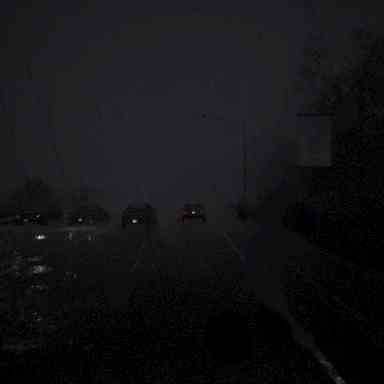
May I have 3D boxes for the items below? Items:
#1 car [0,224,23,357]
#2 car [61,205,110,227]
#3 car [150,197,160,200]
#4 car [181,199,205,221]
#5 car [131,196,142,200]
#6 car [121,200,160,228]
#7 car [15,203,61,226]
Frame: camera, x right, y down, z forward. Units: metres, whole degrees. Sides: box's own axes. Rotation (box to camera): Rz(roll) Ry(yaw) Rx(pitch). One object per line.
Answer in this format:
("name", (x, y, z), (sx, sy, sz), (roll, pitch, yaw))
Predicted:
("car", (-3.401, 1.353, 2.322), (2.097, 1.767, 4.553), (0, 0, 0))
("car", (-7.097, 1.576, 23.084), (1.994, 1.385, 4.181), (0, 0, 0))
("car", (-7.207, 1.634, 64.512), (1.895, 1.301, 4.718), (0, 0, -1))
("car", (0.101, 1.562, 26.873), (2.033, 1.411, 5.357), (0, 0, 0))
("car", (-10.704, 1.558, 63.909), (1.812, 1.442, 4.674), (0, 0, -1))
("car", (-3.400, 1.503, 22.156), (2.128, 1.511, 4.902), (0, 0, 0))
("car", (-10.597, 1.538, 23.523), (1.812, 1.442, 4.674), (0, 0, 0))
